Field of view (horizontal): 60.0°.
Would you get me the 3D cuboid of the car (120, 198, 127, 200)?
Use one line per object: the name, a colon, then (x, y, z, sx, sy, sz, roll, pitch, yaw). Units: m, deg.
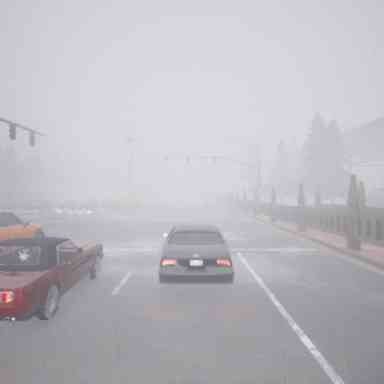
car: (-14.043, 1.866, 66.762, 2.128, 1.511, 4.902, 0, 0, 0)

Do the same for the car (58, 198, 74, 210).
car: (-17.609, 1.797, 48.371, 1.812, 1.442, 4.674, 0, 0, 0)

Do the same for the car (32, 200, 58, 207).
car: (-21.126, 1.808, 46.359, 2.033, 1.411, 5.357, 0, 0, 0)

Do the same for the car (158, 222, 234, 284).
car: (0.094, 1.603, 9.751, 2.033, 1.411, 5.357, 0, 0, 0)

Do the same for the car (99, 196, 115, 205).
car: (-17.542, 1.740, 68.705, 2.097, 1.767, 4.553, 0, 0, 0)

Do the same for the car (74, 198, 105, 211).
car: (-14.126, 1.807, 46.246, 2.033, 1.411, 5.357, 0, 0, 0)

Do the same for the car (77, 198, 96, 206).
car: (-21.041, 1.898, 66.570, 2.128, 1.511, 4.902, 0, 0, 0)

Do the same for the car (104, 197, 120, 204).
car: (-14.110, 1.917, 56.318, 1.895, 1.301, 4.718, 0, 0, 0)

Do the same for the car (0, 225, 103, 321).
car: (-3.403, 1.643, 7.307, 1.895, 1.301, 4.718, 0, 0, 0)

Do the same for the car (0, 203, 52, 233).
car: (-6.907, 1.416, 11.427, 2.097, 1.767, 4.553, 0, 0, 0)

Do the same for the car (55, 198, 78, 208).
car: (-21.106, 1.793, 56.231, 1.882, 1.535, 5.008, 0, 0, 0)

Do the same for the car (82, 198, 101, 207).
car: (-17.600, 1.805, 58.406, 1.882, 1.535, 5.008, 0, 0, 1)
